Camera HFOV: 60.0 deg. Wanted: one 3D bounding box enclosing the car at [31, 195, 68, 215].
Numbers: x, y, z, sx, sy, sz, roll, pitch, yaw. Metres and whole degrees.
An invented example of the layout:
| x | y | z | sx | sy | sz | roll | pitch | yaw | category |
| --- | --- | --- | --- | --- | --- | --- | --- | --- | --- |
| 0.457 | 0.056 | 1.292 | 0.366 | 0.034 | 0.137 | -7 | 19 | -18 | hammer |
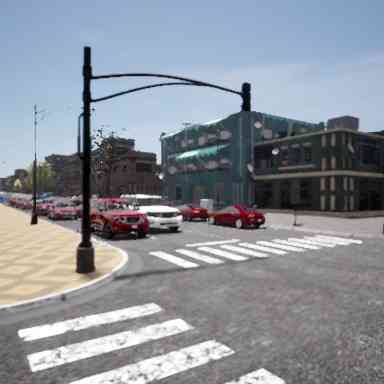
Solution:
| x | y | z | sx | sy | sz | roll | pitch | yaw | category |
| --- | --- | --- | --- | --- | --- | --- | --- | --- | --- |
| -13.406 | 1.318 | 31.144 | 1.967 | 1.590 | 4.097 | 2 | -1 | -34 | car |

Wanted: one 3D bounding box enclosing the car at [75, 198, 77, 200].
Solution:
| x | y | z | sx | sy | sz | roll | pitch | yaw | category |
| --- | --- | --- | --- | --- | --- | --- | --- | --- | --- |
| -8.410 | 1.491 | 28.385 | 1.994 | 1.385 | 4.181 | 1 | 0 | -34 | car |

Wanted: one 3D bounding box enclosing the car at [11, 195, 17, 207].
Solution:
| x | y | z | sx | sy | sz | roll | pitch | yaw | category |
| --- | --- | --- | --- | --- | --- | --- | --- | --- | --- |
| -22.765 | 1.376 | 44.904 | 1.802 | 1.307 | 4.206 | 2 | -1 | -34 | car |

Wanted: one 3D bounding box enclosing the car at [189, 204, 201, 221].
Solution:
| x | y | z | sx | sy | sz | roll | pitch | yaw | category |
| --- | --- | --- | --- | --- | --- | --- | --- | --- | --- |
| -0.242 | 1.594 | 26.681 | 1.802 | 1.307 | 4.206 | 2 | -1 | -34 | car |

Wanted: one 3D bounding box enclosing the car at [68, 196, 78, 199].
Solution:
| x | y | z | sx | sy | sz | roll | pitch | yaw | category |
| --- | --- | --- | --- | --- | --- | --- | --- | --- | --- |
| -14.099 | 1.371 | 36.773 | 2.128 | 1.511 | 4.902 | 1 | 0 | -34 | car |

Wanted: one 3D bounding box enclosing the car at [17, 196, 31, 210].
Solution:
| x | y | z | sx | sy | sz | roll | pitch | yaw | category |
| --- | --- | --- | --- | --- | --- | --- | --- | --- | --- |
| -19.646 | 1.405 | 40.316 | 1.802 | 1.307 | 4.206 | 2 | -1 | -34 | car |

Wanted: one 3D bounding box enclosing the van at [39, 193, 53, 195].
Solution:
| x | y | z | sx | sy | sz | roll | pitch | yaw | category |
| --- | --- | --- | --- | --- | --- | --- | --- | --- | --- |
| -31.422 | 1.059 | 72.553 | 1.690 | 1.788 | 3.998 | 2 | -1 | -34 | van |

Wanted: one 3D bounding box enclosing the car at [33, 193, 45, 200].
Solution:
| x | y | z | sx | sy | sz | roll | pitch | yaw | category |
| --- | --- | --- | --- | --- | --- | --- | --- | --- | --- |
| -37.661 | 1.088 | 81.725 | 1.967 | 1.590 | 4.097 | 2 | -1 | -34 | car |

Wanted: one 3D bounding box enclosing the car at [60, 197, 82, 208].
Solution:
| x | y | z | sx | sy | sz | roll | pitch | yaw | category |
| --- | --- | --- | --- | --- | --- | --- | --- | --- | --- |
| -17.077 | 1.425 | 46.745 | 1.994 | 1.385 | 4.181 | 1 | 0 | -34 | car |

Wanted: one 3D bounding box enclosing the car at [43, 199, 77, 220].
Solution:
| x | y | z | sx | sy | sz | roll | pitch | yaw | category |
| --- | --- | --- | --- | --- | --- | --- | --- | --- | --- |
| -10.291 | 1.485 | 26.557 | 1.802 | 1.307 | 4.206 | 2 | -1 | -34 | car |

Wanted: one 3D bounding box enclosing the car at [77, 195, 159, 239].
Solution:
| x | y | z | sx | sy | sz | roll | pitch | yaw | category |
| --- | --- | --- | --- | --- | --- | --- | --- | --- | --- |
| -4.048 | 1.267 | 17.386 | 2.192 | 1.841 | 5.009 | 2 | -1 | -34 | car |

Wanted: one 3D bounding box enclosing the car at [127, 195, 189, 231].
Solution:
| x | y | z | sx | sy | sz | roll | pitch | yaw | category |
| --- | --- | --- | --- | --- | --- | --- | --- | --- | --- |
| -2.752 | 1.193 | 20.065 | 2.150 | 2.045 | 5.566 | 1 | 0 | -34 | car |

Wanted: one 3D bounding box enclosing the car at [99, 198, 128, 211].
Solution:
| x | y | z | sx | sy | sz | roll | pitch | yaw | category |
| --- | --- | --- | --- | --- | --- | --- | --- | --- | --- |
| -9.597 | 1.486 | 40.442 | 2.008 | 1.369 | 4.403 | 2 | -1 | -34 | car |

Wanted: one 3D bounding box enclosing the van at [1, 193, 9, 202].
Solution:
| x | y | z | sx | sy | sz | roll | pitch | yaw | category |
| --- | --- | --- | --- | --- | --- | --- | --- | --- | --- |
| -35.233 | 1.008 | 63.254 | 1.690 | 1.788 | 3.998 | 2 | -1 | -34 | van |

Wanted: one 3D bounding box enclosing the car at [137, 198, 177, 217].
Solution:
| x | y | z | sx | sy | sz | roll | pitch | yaw | category |
| --- | --- | --- | --- | --- | --- | --- | --- | --- | --- |
| -3.359 | 1.428 | 31.270 | 1.967 | 1.590 | 4.097 | 2 | -1 | -34 | car |

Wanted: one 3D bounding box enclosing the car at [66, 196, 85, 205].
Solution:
| x | y | z | sx | sy | sz | roll | pitch | yaw | category |
| --- | --- | --- | --- | --- | --- | --- | --- | --- | --- |
| -19.048 | 1.373 | 54.345 | 1.752 | 1.417 | 4.829 | 2 | -1 | -34 | car |

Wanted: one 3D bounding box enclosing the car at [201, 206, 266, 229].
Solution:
| x | y | z | sx | sy | sz | roll | pitch | yaw | category |
| --- | --- | --- | --- | --- | --- | --- | --- | --- | --- |
| 2.877 | 1.581 | 22.095 | 1.887 | 1.381 | 4.507 | 2 | -1 | -34 | car |

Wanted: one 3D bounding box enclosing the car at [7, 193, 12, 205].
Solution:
| x | y | z | sx | sy | sz | roll | pitch | yaw | category |
| --- | --- | --- | --- | --- | --- | --- | --- | --- | --- |
| -25.882 | 1.309 | 49.491 | 1.887 | 1.381 | 4.507 | 2 | -1 | -34 | car |
